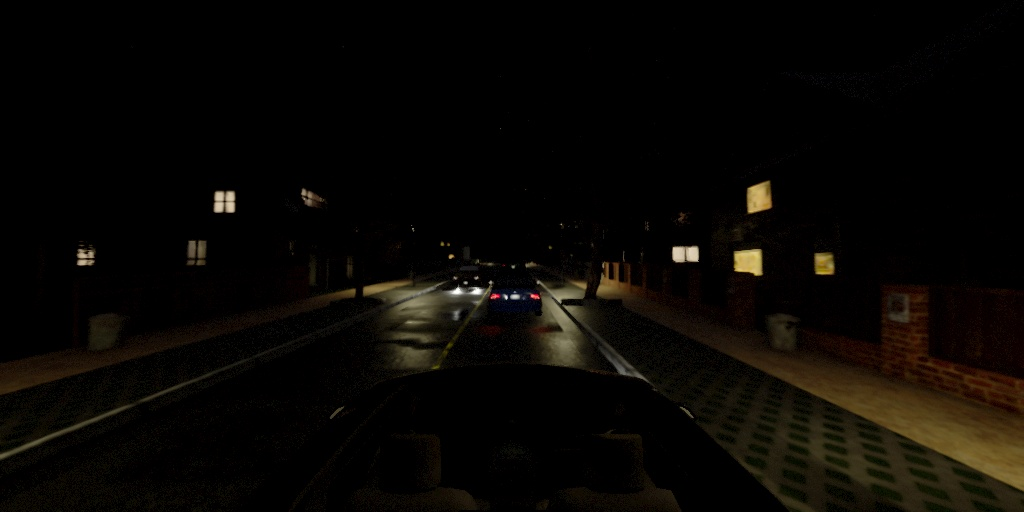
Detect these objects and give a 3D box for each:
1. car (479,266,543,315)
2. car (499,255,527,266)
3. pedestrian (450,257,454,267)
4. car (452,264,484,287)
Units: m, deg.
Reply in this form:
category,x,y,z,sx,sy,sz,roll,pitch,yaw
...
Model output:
category,x,y,z,sx,sy,sz,roll,pitch,yaw
car,0.096,1.281,13.374,2.033,1.411,5.357,0,0,0
car,0.094,0.943,30.708,2.150,2.045,5.566,0,0,0
pedestrian,-9.821,1.102,58.715,0.375,1.860,0.375,0,-3,-1
car,-2.851,1.272,24.761,2.033,1.411,5.357,0,0,0
